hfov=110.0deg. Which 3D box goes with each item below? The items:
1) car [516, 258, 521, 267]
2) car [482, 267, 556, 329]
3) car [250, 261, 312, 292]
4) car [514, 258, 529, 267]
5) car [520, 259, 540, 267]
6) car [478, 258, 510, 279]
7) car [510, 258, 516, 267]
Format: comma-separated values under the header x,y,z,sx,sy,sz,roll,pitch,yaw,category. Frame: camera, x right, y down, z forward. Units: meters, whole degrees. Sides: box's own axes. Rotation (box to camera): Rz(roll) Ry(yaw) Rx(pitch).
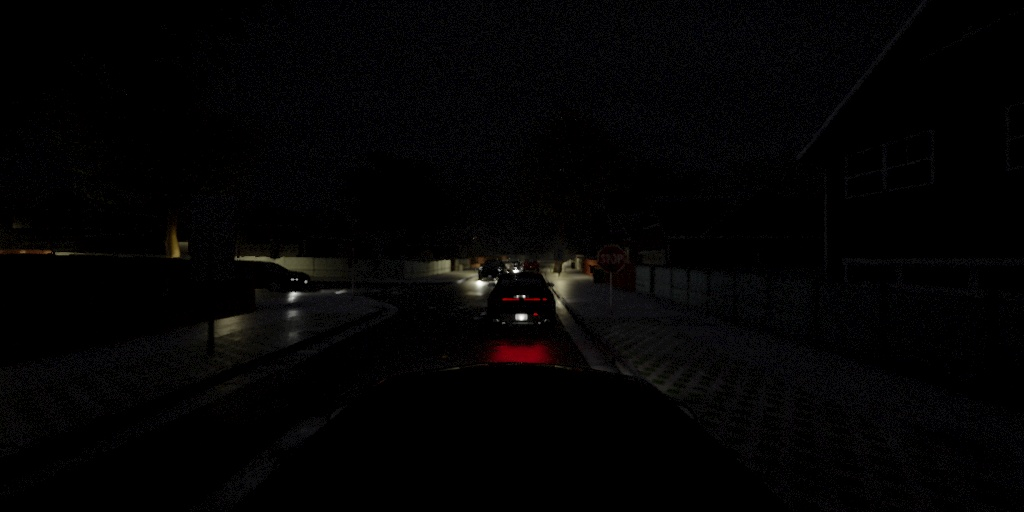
x,y,z,sx,sy,sz,roll,pitch,yaw,category
0.194,1.056,50.407,2.128,1.511,4.902,0,0,7,car
0.287,1.254,11.229,1.837,1.490,4.892,0,0,1,car
-12.800,1.013,18.192,4.892,1.490,1.837,1,0,3,car
1.707,1.076,61.505,1.895,1.301,4.718,0,0,9,car
2.456,1.086,44.264,1.882,1.535,5.008,0,0,6,car
-1.653,1.054,31.416,2.097,1.767,4.553,0,0,4,car
-0.894,1.167,40.333,1.812,1.442,4.674,0,0,6,car
